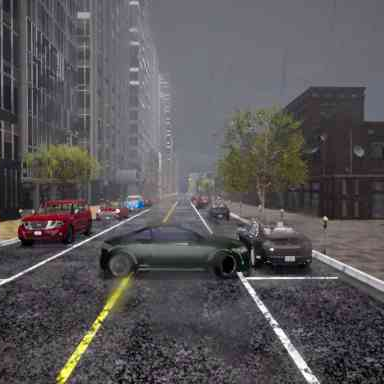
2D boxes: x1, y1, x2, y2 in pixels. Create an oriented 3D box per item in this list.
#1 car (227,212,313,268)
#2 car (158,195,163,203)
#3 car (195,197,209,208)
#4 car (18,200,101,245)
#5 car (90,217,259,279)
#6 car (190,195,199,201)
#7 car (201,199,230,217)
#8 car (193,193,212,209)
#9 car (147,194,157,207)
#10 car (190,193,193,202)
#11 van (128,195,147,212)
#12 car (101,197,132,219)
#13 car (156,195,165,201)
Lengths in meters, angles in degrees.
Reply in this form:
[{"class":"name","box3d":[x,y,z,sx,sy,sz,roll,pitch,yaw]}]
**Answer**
[{"class":"car","box3d":[2.565,1.548,11.082,2.008,1.369,4.403,-1,0,-1]},{"class":"car","box3d":[-7.331,1.522,66.207,1.887,1.381,4.507,-1,0,-1]},{"class":"car","box3d":[1.459,1.509,49.978,1.752,1.417,4.829,-1,0,-1]},{"class":"car","box3d":[-6.169,1.310,15.680,2.192,1.841,5.009,-1,0,-1]},{"class":"car","box3d":[-0.454,1.557,9.479,4.181,1.385,1.994,0,0,-1]},{"class":"car","box3d":[0.631,1.538,83.005,1.947,1.339,4.313,-1,0,-1]},{"class":"car","box3d":[2.049,1.543,26.942,2.008,1.369,4.403,-1,0,-1]},{"class":"car","box3d":[1.599,1.301,44.275,2.192,1.841,5.009,-1,0,-1]},{"class":"car","box3d":[-6.918,1.299,49.608,2.192,1.841,5.009,-1,0,-1]},{"class":"car","box3d":[0.905,1.291,71.939,2.192,1.841,5.009,-1,0,-1]},{"class":"van","box3d":[-6.640,1.329,38.542,1.690,1.788,3.998,-1,0,-1]},{"class":"car","box3d":[-6.354,1.432,26.748,1.967,1.590,4.097,-1,0,-1]},{"class":"car","box3d":[-7.743,1.497,82.636,1.752,1.417,4.829,-1,0,-1]}]
